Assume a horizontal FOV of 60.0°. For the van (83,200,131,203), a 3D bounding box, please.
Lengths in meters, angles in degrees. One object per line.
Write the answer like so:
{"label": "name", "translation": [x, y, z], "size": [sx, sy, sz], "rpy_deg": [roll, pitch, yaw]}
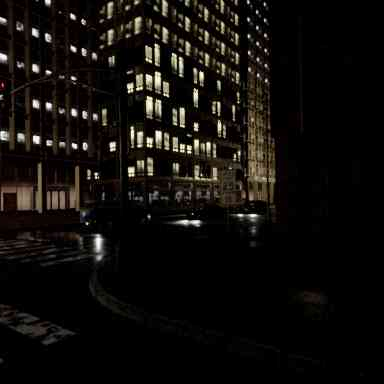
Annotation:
{"label": "van", "translation": [-6.000, 1.459, 23.517], "size": [1.690, 1.788, 3.998], "rpy_deg": [-2, -1, 36]}

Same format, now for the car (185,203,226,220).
{"label": "car", "translation": [1.205, 1.649, 29.083], "size": [1.994, 1.385, 4.181], "rpy_deg": [-1, -1, 36]}

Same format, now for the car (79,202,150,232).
{"label": "car", "translation": [-4.659, 1.571, 20.982], "size": [1.837, 1.490, 4.892], "rpy_deg": [-1, -1, 33]}

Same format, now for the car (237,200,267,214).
{"label": "car", "translation": [7.104, 1.631, 37.269], "size": [1.812, 1.442, 4.674], "rpy_deg": [-1, -1, 36]}
